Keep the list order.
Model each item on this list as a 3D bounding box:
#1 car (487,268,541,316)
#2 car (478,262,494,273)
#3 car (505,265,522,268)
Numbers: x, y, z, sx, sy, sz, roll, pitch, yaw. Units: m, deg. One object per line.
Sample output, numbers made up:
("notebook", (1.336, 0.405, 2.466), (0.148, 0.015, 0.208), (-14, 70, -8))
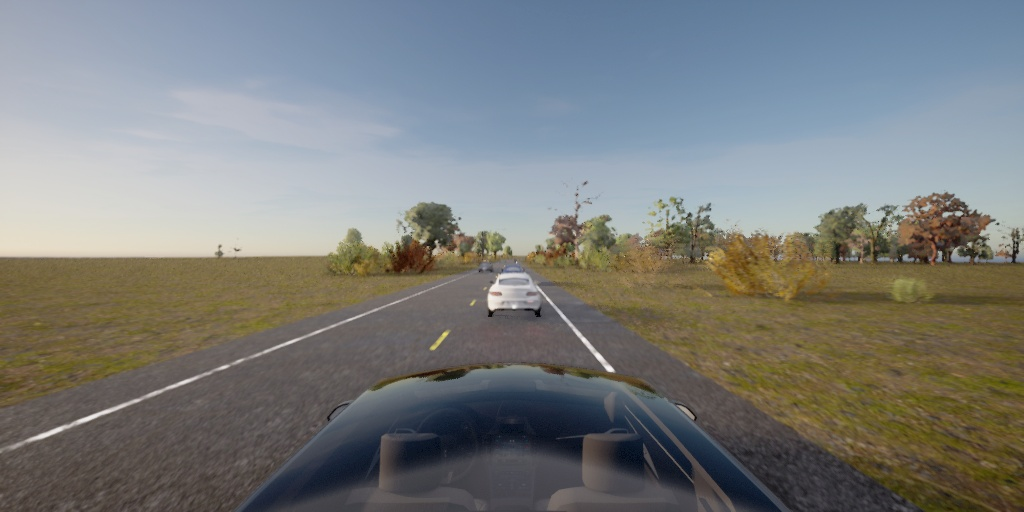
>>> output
("car", (0.081, 1.353, 13.577), (1.812, 1.442, 4.674), (0, 0, 0))
("car", (-3.561, 1.512, 49.260), (2.128, 1.511, 4.902), (0, 0, 0))
("car", (0.089, 1.440, 28.638), (1.812, 1.442, 4.674), (0, 0, 0))
